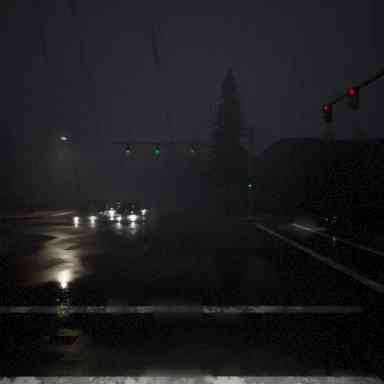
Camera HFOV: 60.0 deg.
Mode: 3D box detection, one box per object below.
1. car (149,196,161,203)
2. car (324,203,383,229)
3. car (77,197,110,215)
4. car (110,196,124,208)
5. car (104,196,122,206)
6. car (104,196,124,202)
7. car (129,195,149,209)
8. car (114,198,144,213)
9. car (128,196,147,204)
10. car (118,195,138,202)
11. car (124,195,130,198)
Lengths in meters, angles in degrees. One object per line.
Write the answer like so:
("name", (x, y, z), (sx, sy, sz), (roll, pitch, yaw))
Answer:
("car", (-8.353, 1.547, 69.762), (2.128, 1.511, 4.902), (0, 0, -35))
("car", (11.027, 1.512, 21.263), (4.892, 1.490, 1.837), (0, 0, 0))
("car", (-10.300, 1.489, 34.249), (1.882, 1.535, 5.008), (0, 0, -1))
("car", (-10.617, 1.506, 43.619), (2.128, 1.511, 4.902), (0, 0, -4))
("car", (-13.455, 1.510, 56.466), (2.128, 1.511, 4.902), (0, 0, -23))
("car", (-17.756, 1.512, 75.574), (4.718, 1.301, 1.895), (0, 0, 43))
("car", (-7.288, 1.520, 45.587), (1.837, 1.490, 4.892), (0, 0, -6))
("car", (-6.817, 1.613, 36.489), (1.895, 1.301, 4.718), (0, 0, -1))
("car", (-11.192, 1.527, 67.719), (1.837, 1.490, 4.892), (0, 0, -35))
("car", (-14.940, 1.401, 77.724), (4.902, 1.511, 2.128), (0, 0, 43))
("car", (-10.255, 1.496, 57.869), (1.882, 1.535, 5.008), (0, 0, -23))
